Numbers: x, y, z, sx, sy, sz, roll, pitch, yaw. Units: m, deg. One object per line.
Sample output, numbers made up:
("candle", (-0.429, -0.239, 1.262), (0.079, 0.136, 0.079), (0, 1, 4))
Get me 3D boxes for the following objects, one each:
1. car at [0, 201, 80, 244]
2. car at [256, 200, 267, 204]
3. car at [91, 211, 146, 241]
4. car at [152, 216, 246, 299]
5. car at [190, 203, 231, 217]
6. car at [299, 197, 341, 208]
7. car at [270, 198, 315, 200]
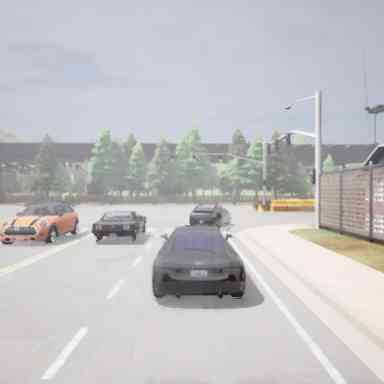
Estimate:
("car", (-6.999, 1.329, 15.764), (2.097, 1.767, 4.553), (0, 0, 0))
("car", (11.748, 1.500, 48.187), (4.718, 1.301, 1.895), (0, 0, -2))
("car", (-3.425, 1.566, 16.570), (1.895, 1.301, 4.718), (0, 0, -1))
("car", (0.124, 1.546, 8.474), (1.994, 1.385, 4.181), (0, 0, 0))
("car", (1.247, 1.449, 21.211), (2.128, 1.511, 4.902), (0, 0, 16))
("car", (17.236, 1.398, 44.854), (4.902, 1.511, 2.128), (0, 0, -2))
("car", (12.286, 1.515, 41.168), (4.718, 1.301, 1.895), (0, 0, -3))
